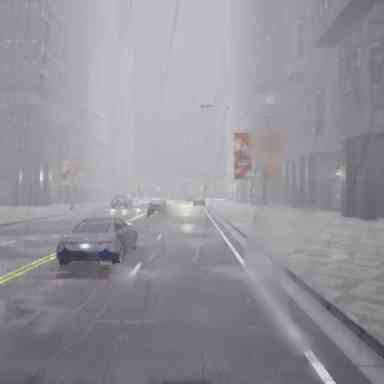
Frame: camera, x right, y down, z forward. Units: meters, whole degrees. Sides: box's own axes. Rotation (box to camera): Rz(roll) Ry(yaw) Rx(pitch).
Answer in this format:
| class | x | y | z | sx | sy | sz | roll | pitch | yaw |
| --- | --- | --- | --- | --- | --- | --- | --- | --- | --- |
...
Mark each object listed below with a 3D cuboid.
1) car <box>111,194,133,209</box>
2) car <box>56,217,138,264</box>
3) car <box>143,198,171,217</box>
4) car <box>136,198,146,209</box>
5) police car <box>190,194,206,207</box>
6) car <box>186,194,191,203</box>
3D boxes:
| class | x | y | z | sx | sy | sz | roll | pitch | yaw |
| --- | --- | --- | --- | --- | --- | --- | --- | --- | --- |
| car | -9.818 | 1.241 | 46.895 | 2.150 | 2.045 | 5.566 | 0 | 0 | 1 |
| car | -3.152 | 1.569 | 11.832 | 1.994 | 1.385 | 4.181 | 0 | 0 | 0 |
| car | -3.159 | 1.520 | 31.812 | 1.837 | 1.490 | 4.892 | 0 | 0 | 0 |
| car | -6.568 | 1.547 | 47.110 | 1.812 | 1.442 | 4.674 | 0 | 0 | 0 |
| police car | 1.123 | 1.463 | 52.771 | 1.930 | 1.638 | 5.238 | 0 | 0 | 0 |
| car | -0.019 | 1.395 | 72.477 | 2.150 | 2.045 | 5.566 | 0 | -1 | 0 |
